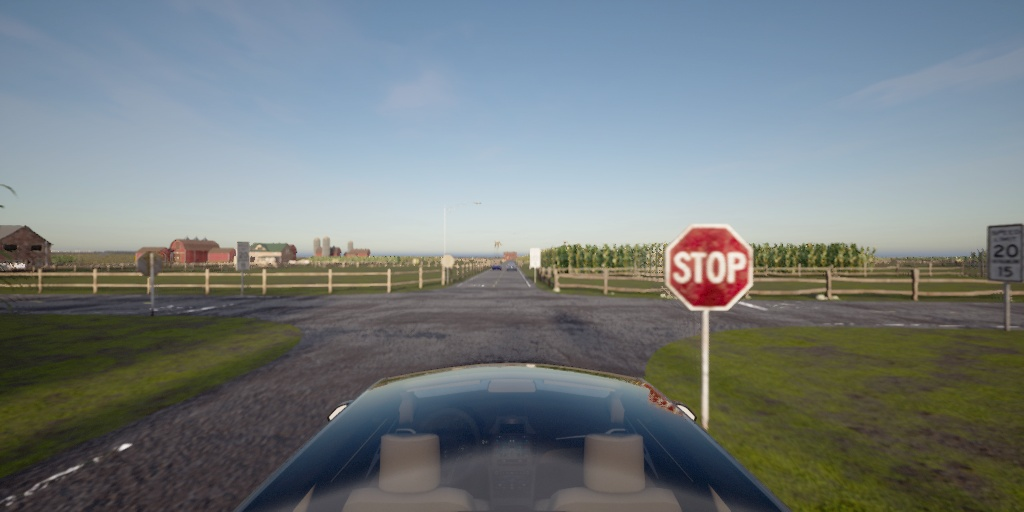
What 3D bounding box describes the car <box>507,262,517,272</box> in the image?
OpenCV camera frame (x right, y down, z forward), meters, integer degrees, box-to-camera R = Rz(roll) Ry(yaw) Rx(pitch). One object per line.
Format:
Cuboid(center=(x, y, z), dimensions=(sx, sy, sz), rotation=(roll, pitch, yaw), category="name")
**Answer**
Cuboid(center=(-0.032, 1.967, 61.855), dimensions=(2.033, 1.411, 5.357), rotation=(0, -1, 0), category="car")
